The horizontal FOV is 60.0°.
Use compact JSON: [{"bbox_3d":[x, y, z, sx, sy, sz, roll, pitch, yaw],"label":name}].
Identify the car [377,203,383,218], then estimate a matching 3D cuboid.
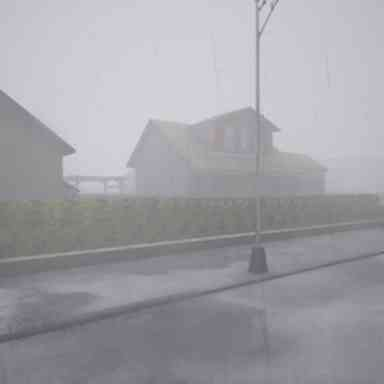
[{"bbox_3d":[12.693,1.262,24.471,2.033,1.415,5.357,0,0,-33],"label":"car"}]
